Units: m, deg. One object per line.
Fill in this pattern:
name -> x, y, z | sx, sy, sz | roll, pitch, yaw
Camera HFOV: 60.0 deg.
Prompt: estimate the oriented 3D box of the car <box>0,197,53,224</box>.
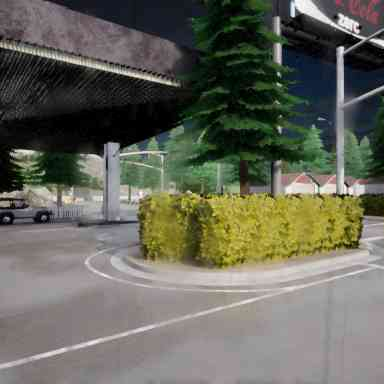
car -> -12.022, 1.313, 23.442 | 3.866, 1.878, 1.905 | 0, 0, -36
